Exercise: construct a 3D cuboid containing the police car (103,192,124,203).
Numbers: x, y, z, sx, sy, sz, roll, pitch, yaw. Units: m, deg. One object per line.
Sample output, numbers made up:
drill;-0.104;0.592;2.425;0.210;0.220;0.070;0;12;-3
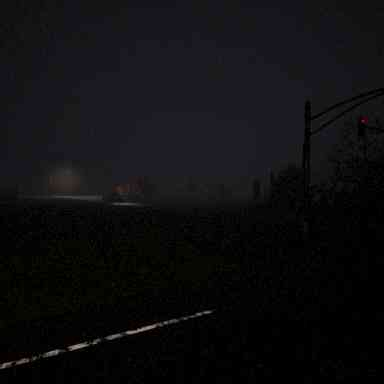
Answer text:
police car;-11.743;0.824;49.830;2.038;1.542;4.974;1;0;-32
